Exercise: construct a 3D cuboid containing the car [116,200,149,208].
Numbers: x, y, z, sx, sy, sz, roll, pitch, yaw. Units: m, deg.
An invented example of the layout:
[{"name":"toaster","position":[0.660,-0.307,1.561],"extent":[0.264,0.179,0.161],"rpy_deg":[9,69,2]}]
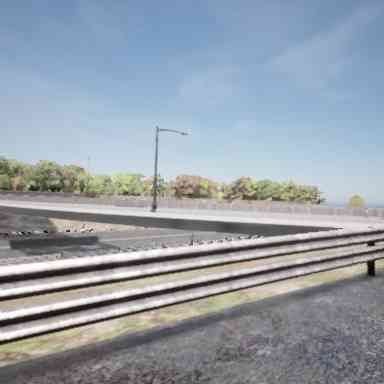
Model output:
[{"name":"car","position":[-9.269,1.875,51.462],"extent":[5.357,1.411,2.033],"rpy_deg":[1,-2,31]}]
